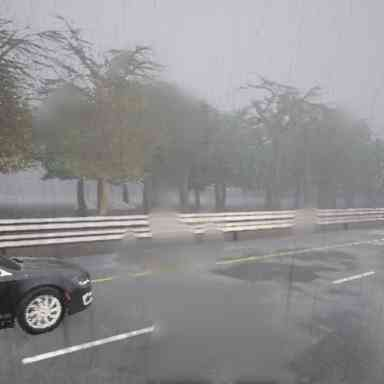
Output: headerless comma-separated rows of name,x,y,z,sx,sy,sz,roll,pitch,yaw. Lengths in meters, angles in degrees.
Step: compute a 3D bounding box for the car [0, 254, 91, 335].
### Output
car,-4.070,1.499,5.146,4.892,1.490,1.837,1,0,-35
